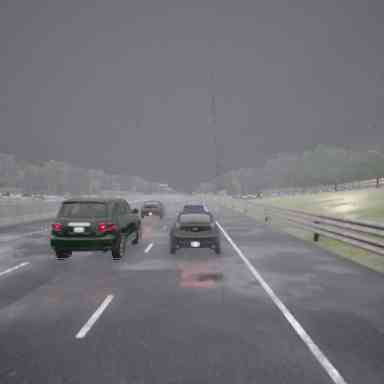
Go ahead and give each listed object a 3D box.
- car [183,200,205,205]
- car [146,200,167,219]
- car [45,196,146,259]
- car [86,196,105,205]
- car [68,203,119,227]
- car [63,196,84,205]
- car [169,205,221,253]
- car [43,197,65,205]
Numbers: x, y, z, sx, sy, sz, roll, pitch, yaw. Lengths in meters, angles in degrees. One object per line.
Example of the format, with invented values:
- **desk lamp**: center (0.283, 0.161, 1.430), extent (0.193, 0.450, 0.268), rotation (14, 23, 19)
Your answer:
- **car**: center (0.160, 1.482, 30.810), extent (1.882, 1.535, 5.008), rotation (0, 0, 0)
- **car**: center (-3.343, 1.509, 29.347), extent (1.837, 1.490, 4.892), rotation (0, 0, 0)
- **car**: center (-3.371, 1.222, 12.694), extent (2.150, 2.045, 5.566), rotation (0, 0, 1)
- **car**: center (-17.394, 1.505, 59.995), extent (1.882, 1.535, 5.008), rotation (0, 0, 1)
- **car**: center (-6.857, 1.550, 23.855), extent (2.033, 1.411, 5.357), rotation (0, 0, 0)
- **car**: center (-20.902, 1.528, 58.913), extent (1.837, 1.490, 4.892), rotation (0, 0, 1)
- **car**: center (0.121, 1.507, 13.674), extent (1.837, 1.490, 4.892), rotation (0, 0, 0)
- **car**: center (-24.399, 1.550, 58.915), extent (1.812, 1.442, 4.674), rotation (0, 0, 1)
